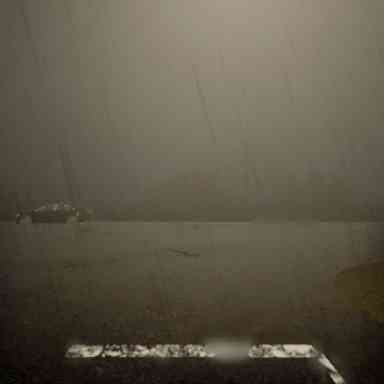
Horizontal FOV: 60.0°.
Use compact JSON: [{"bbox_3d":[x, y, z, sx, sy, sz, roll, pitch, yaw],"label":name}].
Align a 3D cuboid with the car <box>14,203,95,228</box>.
[{"bbox_3d":[-8.787,1.457,21.475,4.902,1.511,2.128,0,0,-2],"label":"car"}]
